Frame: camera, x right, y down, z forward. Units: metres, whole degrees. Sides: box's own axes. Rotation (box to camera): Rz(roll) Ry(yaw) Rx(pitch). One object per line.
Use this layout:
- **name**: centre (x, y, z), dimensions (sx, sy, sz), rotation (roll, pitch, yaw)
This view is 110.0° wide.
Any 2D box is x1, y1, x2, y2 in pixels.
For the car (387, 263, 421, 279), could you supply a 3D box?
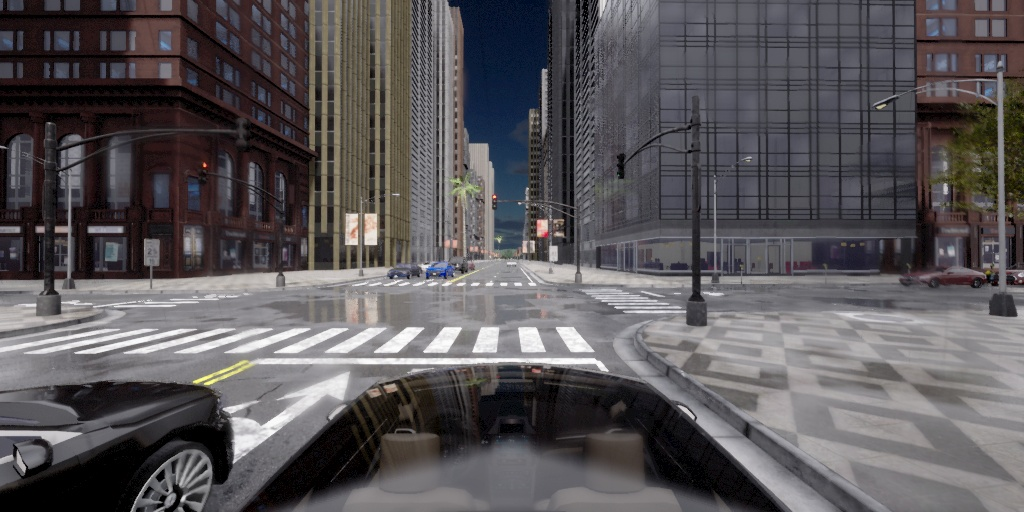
- **car**: centre (-9.864, 1.361, 33.528), dimensions (2.033, 1.411, 5.357), rotation (0, 0, 3)

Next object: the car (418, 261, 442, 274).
- **car**: centre (-9.914, 1.371, 43.715), dimensions (1.812, 1.442, 4.674), rotation (0, 0, 0)

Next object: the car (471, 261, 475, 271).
- **car**: centre (-6.658, 1.411, 53.956), dimensions (1.812, 1.442, 4.674), rotation (0, 0, 0)

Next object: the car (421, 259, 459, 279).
- **car**: centre (-6.644, 1.291, 33.558), dimensions (1.882, 1.535, 5.008), rotation (0, 0, 2)

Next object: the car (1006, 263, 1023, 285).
- **car**: centre (32.072, 1.118, 22.102), dimensions (4.097, 1.591, 1.967), rotation (0, 0, -1)

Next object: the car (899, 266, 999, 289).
- **car**: centre (26.434, 1.276, 22.006), dimensions (4.207, 1.307, 1.802), rotation (0, 0, -1)

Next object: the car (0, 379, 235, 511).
- **car**: centre (-3.138, 1.241, 0.918), dimensions (2.128, 1.511, 4.902), rotation (0, 0, -1)

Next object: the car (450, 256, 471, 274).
- **car**: centre (-6.660, 1.067, 43.666), dimensions (2.150, 2.045, 5.566), rotation (0, 0, 0)
